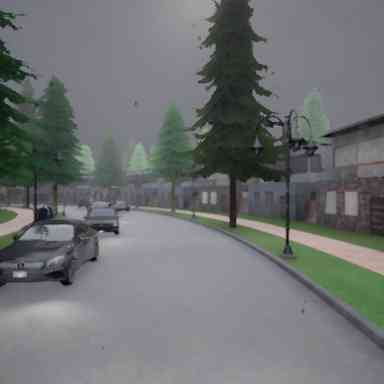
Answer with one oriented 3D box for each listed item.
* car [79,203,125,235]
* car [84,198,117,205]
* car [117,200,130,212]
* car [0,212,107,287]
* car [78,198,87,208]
[{"bbox_3d":[-5.087,1.584,19.186,2.033,1.411,5.357,0,0,-12],"label":"car"},{"bbox_3d":[-7.971,1.561,28.743,1.837,1.490,4.892,0,0,-21],"label":"car"},{"bbox_3d":[-8.882,1.645,39.235,1.994,1.385,4.181,0,0,-34],"label":"car"},{"bbox_3d":[-3.900,1.540,9.568,1.812,1.442,4.674,0,0,-4],"label":"car"},{"bbox_3d":[-14.676,1.618,47.584,1.812,1.442,4.674,0,0,-43],"label":"car"}]
